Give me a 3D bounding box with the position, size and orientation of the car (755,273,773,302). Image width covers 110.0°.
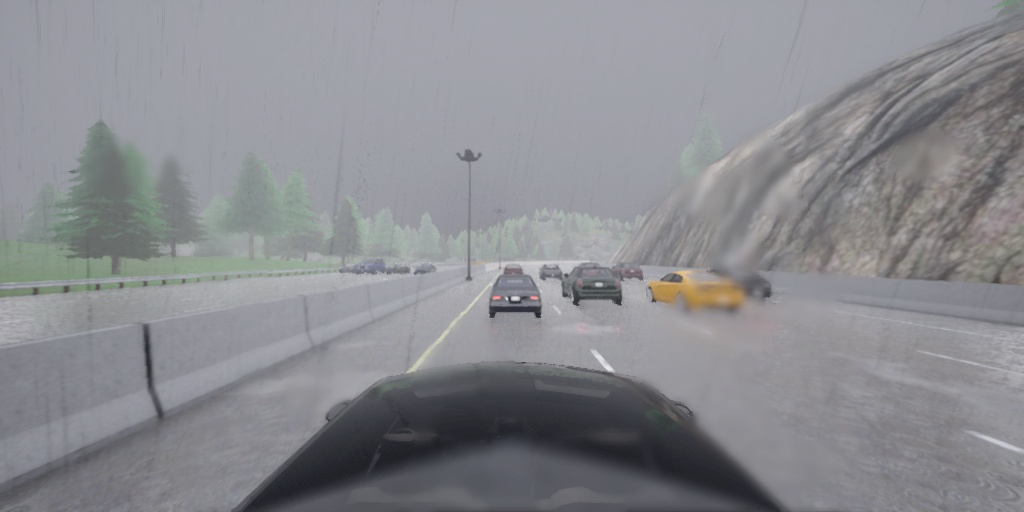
[{"bbox_3d":[10.609,1.386,17.858,1.837,1.490,4.892,0,0,0],"label":"car"}]

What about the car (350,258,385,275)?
[{"bbox_3d":[-17.560,1.313,44.819,2.150,2.045,5.566,0,0,0],"label":"car"}]

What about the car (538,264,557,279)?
[{"bbox_3d":[3.615,1.500,34.002,2.128,1.511,4.902,0,0,0],"label":"car"}]

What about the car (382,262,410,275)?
[{"bbox_3d":[-14.062,1.690,44.450,1.895,1.301,4.718,0,0,0],"label":"car"}]

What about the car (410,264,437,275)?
[{"bbox_3d":[-10.570,1.635,44.277,2.033,1.411,5.357,0,0,0],"label":"car"}]

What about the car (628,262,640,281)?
[{"bbox_3d":[10.616,1.360,33.745,2.097,1.767,4.553,0,0,0],"label":"car"}]

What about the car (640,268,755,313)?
[{"bbox_3d":[7.106,1.331,14.496,1.882,1.535,5.008,0,0,0],"label":"car"}]

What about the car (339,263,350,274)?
[{"bbox_3d":[-21.033,1.637,47.444,1.812,1.442,4.674,0,-1,1],"label":"car"}]

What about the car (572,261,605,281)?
[{"bbox_3d":[7.115,1.359,33.729,2.097,1.767,4.553,0,0,0],"label":"car"}]

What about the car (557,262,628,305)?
[{"bbox_3d":[3.607,1.225,16.988,2.097,1.767,4.553,0,0,0],"label":"car"}]

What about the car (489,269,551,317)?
[{"bbox_3d":[0.107,1.393,13.678,2.033,1.411,5.357,0,0,0],"label":"car"}]

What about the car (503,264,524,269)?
[{"bbox_3d":[0.116,1.498,35.552,1.882,1.535,5.008,0,0,0],"label":"car"}]
